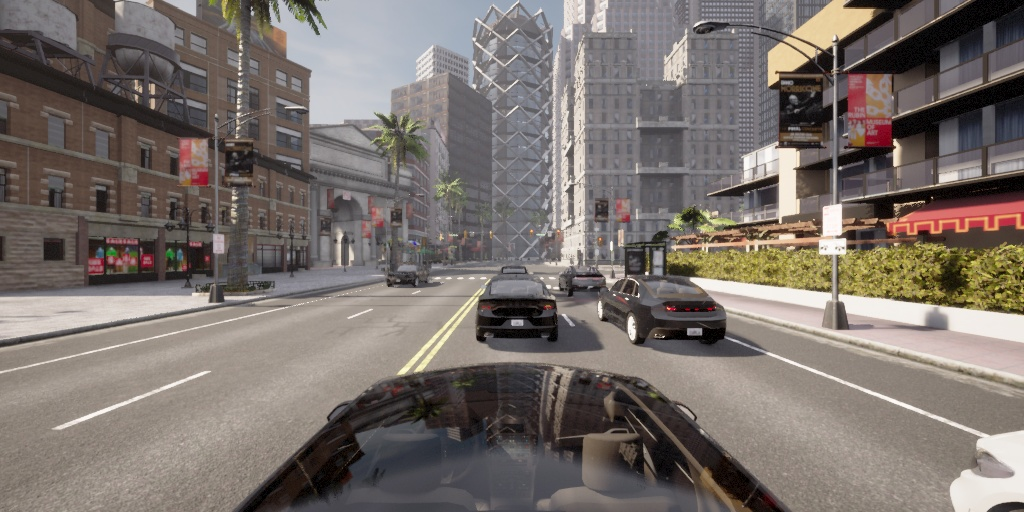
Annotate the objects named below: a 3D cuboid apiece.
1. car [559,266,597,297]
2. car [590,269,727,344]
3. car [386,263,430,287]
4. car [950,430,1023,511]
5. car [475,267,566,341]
[{"bbox_3d":[3.602,1.241,18.929,2.128,1.511,4.902,0,0,0],"label":"car"},{"bbox_3d":[3.609,1.255,9.523,1.837,1.490,4.892,0,0,0],"label":"car"},{"bbox_3d":[-7.000,1.255,24.579,1.882,1.535,5.008,0,0,0],"label":"car"},{"bbox_3d":[3.662,1.276,0.218,1.812,1.442,4.674,0,0,-1],"label":"car"},{"bbox_3d":[0.109,1.228,9.878,1.882,1.535,5.008,0,0,0],"label":"car"}]
